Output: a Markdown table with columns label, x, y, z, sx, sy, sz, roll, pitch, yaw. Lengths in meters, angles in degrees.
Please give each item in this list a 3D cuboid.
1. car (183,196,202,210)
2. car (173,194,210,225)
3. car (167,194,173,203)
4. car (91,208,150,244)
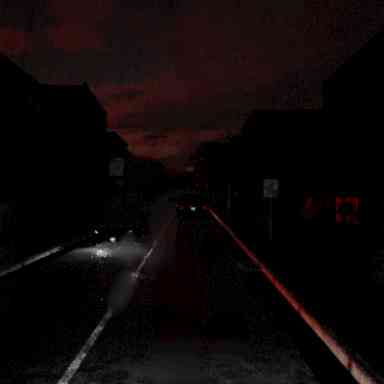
| label | x | y | z | sx | sy | sz | roll | pitch | yaw |
| --- | --- | --- | --- | --- | --- | --- | --- | --- | --- |
| car | 0.041 | 1.306 | 41.144 | 2.128 | 1.511 | 4.902 | 0 | 0 | 0 |
| car | 0.065 | 1.117 | 23.163 | 2.150 | 2.045 | 5.566 | 0 | 0 | 0 |
| car | -3.285 | 1.126 | 58.238 | 1.882 | 1.535 | 5.008 | 0 | 1 | 0 |
| car | -3.127 | 1.477 | 15.781 | 2.033 | 1.411 | 5.357 | 0 | 0 | 0 |
